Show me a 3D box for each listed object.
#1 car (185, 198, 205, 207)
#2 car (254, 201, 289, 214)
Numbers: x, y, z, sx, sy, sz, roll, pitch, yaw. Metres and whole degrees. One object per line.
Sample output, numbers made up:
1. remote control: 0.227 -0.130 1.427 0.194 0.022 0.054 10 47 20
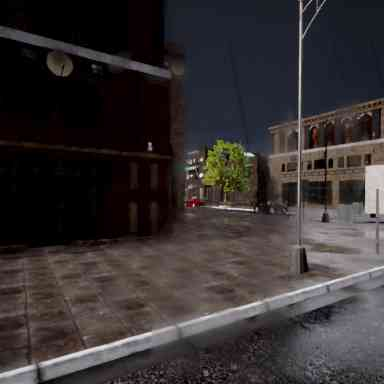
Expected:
1. car: 0.398 1.621 51.452 1.887 1.381 4.507 1 -1 -27
2. car: 8.481 1.624 35.978 2.008 1.369 4.403 1 -1 -27
